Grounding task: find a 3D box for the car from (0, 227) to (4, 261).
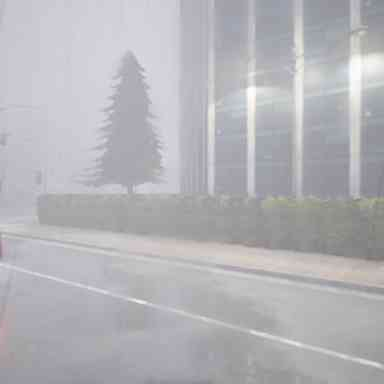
[{"bbox_3d":[-7.269,1.182,9.093,5.566,2.045,2.150,-1,0,38],"label":"car"}]
